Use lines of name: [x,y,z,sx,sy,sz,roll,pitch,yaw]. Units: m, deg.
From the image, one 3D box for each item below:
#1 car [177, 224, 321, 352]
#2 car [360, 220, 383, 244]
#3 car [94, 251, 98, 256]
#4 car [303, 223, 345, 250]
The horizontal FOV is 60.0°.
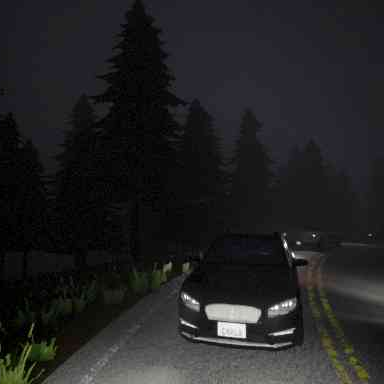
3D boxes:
car: [1.138,1.562,6.627,2.128,1.511,4.902,-1,-2,15]
car: [15.900,3.229,26.483,5.566,2.045,2.150,8,-8,-28]
car: [-20.222,13.650,73.007,4.181,1.381,1.994,-2,-5,31]
car: [6.532,2.311,17.745,1.895,1.301,4.718,-3,-6,39]
